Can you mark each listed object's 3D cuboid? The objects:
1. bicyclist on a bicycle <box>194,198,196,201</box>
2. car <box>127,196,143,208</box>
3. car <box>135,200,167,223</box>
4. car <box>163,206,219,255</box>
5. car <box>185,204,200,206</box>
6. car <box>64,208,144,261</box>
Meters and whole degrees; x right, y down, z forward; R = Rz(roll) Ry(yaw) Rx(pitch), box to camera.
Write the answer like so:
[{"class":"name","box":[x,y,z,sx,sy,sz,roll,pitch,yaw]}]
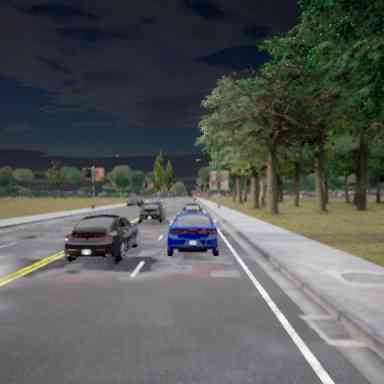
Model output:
[{"class":"bicyclist on a bicycle","box":[0.886,2.192,93.206,0.582,1.620,1.656,0,-1,0]},{"class":"car","box":[-9.806,1.654,57.683,2.150,2.045,5.566,0,0,1]},{"class":"car","box":[-3.206,1.697,27.579,1.837,1.490,4.892,0,0,0]},{"class":"car","box":[0.054,1.568,13.717,1.882,1.535,5.008,0,0,1]},{"class":"car","box":[0.046,1.720,28.197,1.812,1.442,4.674,0,0,0]},{"class":"car","box":[-3.204,1.589,12.581,1.837,1.490,4.892,0,0,1]}]
